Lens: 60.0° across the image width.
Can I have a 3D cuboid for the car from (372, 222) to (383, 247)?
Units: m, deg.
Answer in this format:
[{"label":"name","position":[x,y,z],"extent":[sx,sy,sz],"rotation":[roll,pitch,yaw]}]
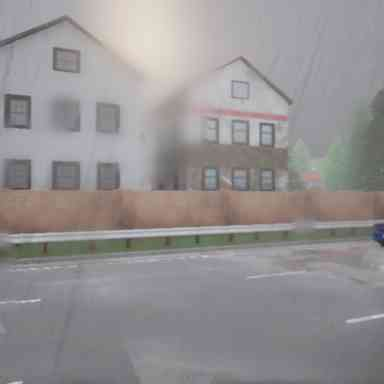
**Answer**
[{"label":"car","position":[10.311,1.683,14.674],"extent":[5.008,1.535,1.882],"rotation":[0,-1,-22]}]
